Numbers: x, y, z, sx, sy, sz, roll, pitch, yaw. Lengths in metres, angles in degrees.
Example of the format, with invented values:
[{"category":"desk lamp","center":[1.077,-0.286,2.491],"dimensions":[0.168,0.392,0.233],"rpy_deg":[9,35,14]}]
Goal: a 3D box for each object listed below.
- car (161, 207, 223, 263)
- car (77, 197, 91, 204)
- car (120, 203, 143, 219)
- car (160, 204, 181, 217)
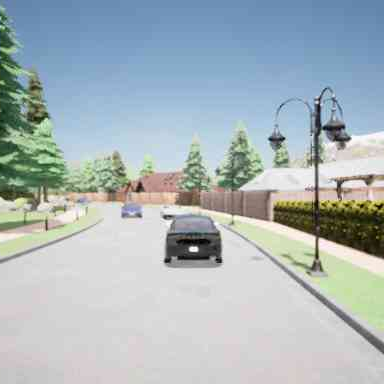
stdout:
[{"category":"car","center":[0.017,1.564,12.429],"dimensions":[1.882,1.535,5.008],"rpy_deg":[0,0,-1]},{"category":"car","center":[-22.701,1.846,69.605],"dimensions":[1.812,1.442,4.674],"rpy_deg":[0,0,-36]},{"category":"car","center":[-5.802,1.746,31.825],"dimensions":[1.812,1.442,4.674],"rpy_deg":[0,0,-13]},{"category":"car","center":[-1.954,1.819,31.495],"dimensions":[1.895,1.301,4.718],"rpy_deg":[0,0,-11]}]
